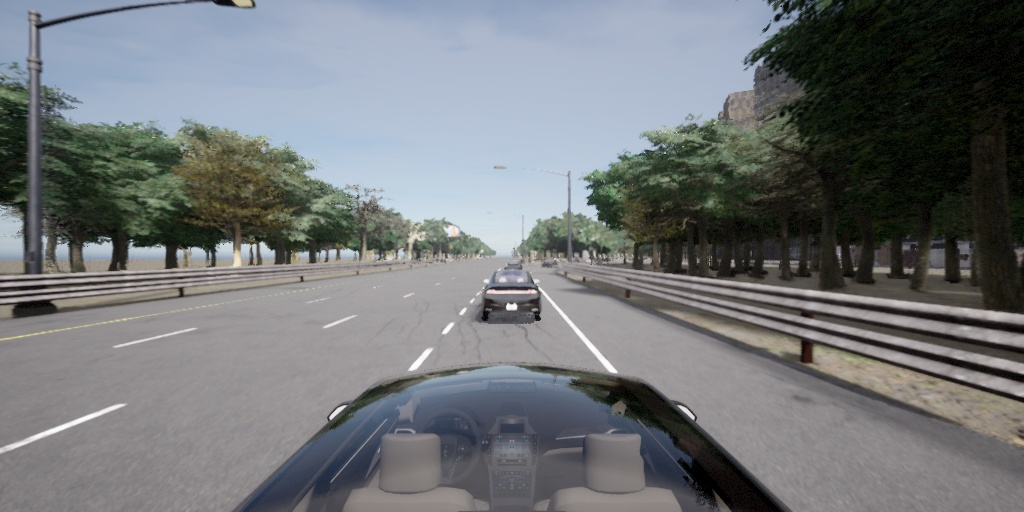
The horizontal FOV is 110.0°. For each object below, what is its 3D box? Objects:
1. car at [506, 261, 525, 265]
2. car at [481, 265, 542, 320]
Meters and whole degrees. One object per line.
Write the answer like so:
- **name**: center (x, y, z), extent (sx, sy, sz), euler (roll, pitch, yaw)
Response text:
- **car**: center (0.298, 1.239, 39.568), extent (2.128, 1.511, 4.902), euler (0, 0, 5)
- **car**: center (-0.015, 1.241, 12.579), extent (2.128, 1.511, 4.902), euler (0, 0, 0)
